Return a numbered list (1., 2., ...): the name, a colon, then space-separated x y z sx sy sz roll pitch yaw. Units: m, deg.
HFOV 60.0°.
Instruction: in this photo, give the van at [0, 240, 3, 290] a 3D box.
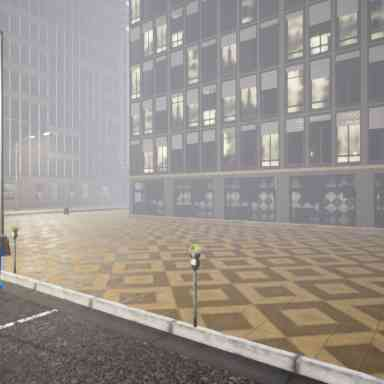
1. van: -5.636 1.337 7.009 3.998 1.788 1.690 0 0 36
